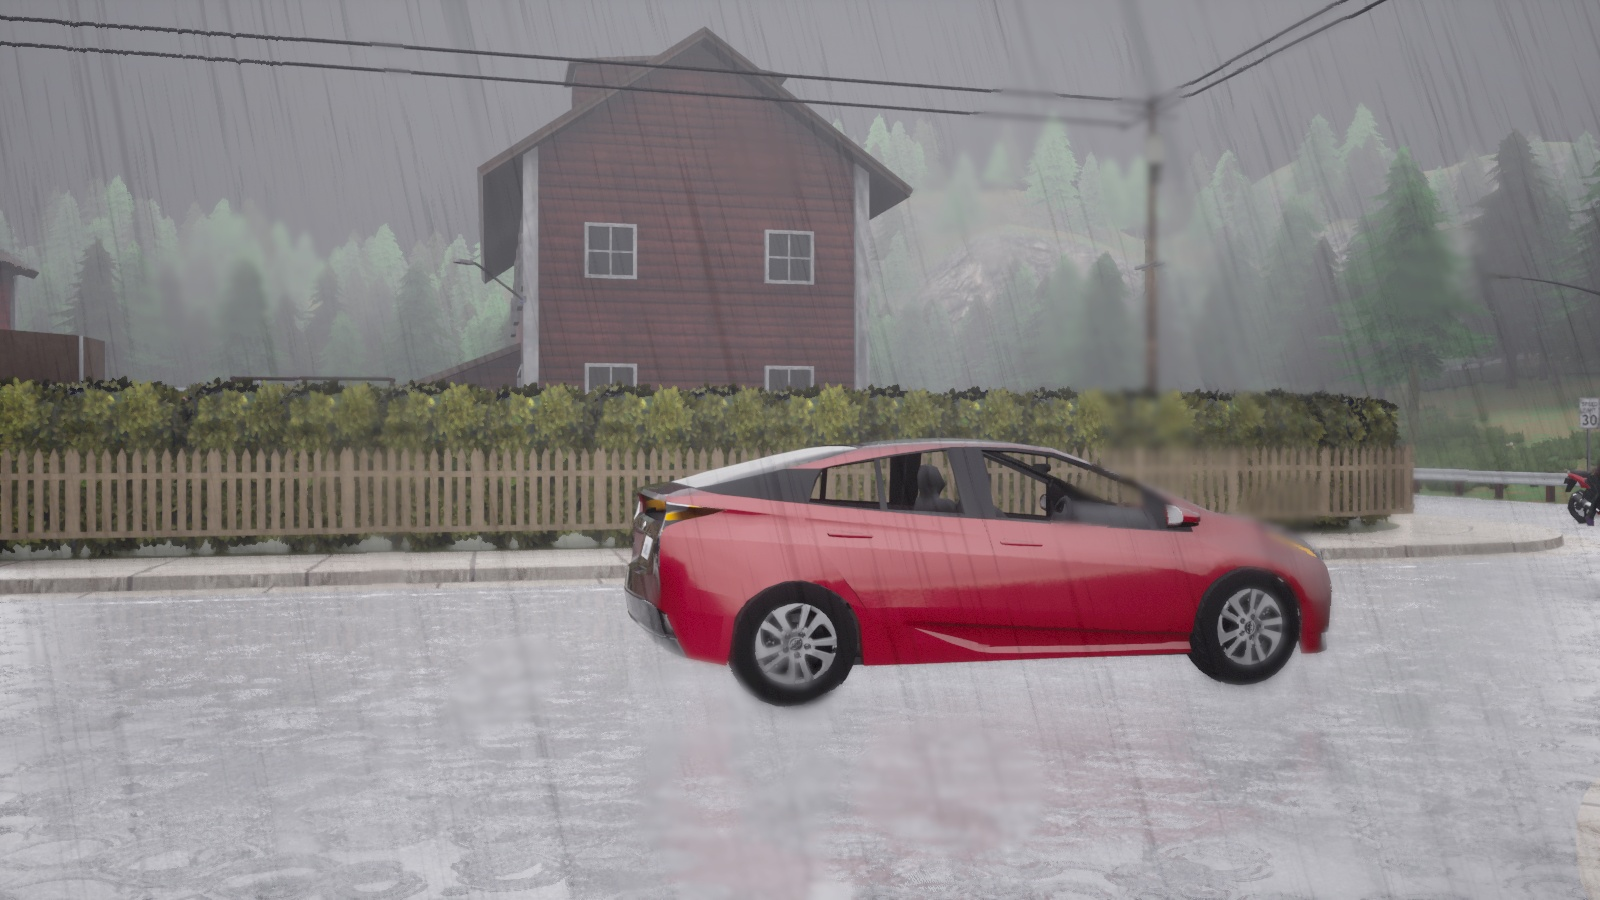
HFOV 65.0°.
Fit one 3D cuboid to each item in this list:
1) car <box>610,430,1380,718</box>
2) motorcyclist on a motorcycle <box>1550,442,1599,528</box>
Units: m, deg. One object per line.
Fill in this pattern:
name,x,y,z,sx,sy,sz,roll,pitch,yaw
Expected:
car,1.131,0.648,8.161,4.514,1.525,2.007,0,0,-14
motorcyclist on a motorcycle,14.482,0.614,22.301,0.797,1.523,2.044,0,0,-13
